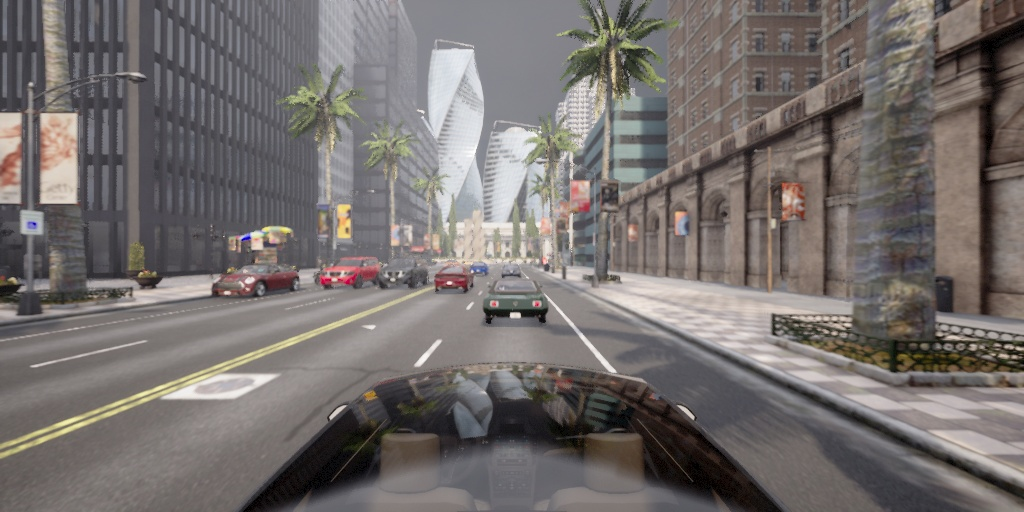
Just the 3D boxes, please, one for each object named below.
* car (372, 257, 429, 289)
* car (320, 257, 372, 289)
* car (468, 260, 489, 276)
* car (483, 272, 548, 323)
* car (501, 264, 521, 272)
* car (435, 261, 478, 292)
[{"bbox_3d":[-7.177,1.074,24.281,2.150,2.045,5.566,0,0,-1],"label":"car"},{"bbox_3d":[-10.678,1.074,24.262,2.150,2.045,5.566,0,0,-1],"label":"car"},{"bbox_3d":[-3.662,1.406,40.928,1.882,1.535,5.008,0,0,-1],"label":"car"},{"bbox_3d":[0.105,1.400,12.390,1.895,1.301,4.718,0,0,0],"label":"car"},{"bbox_3d":[-0.093,1.448,34.680,2.033,1.411,5.357,0,0,-1],"label":"car"},{"bbox_3d":[-3.464,1.321,22.206,1.882,1.535,5.008,0,0,-1],"label":"car"}]
